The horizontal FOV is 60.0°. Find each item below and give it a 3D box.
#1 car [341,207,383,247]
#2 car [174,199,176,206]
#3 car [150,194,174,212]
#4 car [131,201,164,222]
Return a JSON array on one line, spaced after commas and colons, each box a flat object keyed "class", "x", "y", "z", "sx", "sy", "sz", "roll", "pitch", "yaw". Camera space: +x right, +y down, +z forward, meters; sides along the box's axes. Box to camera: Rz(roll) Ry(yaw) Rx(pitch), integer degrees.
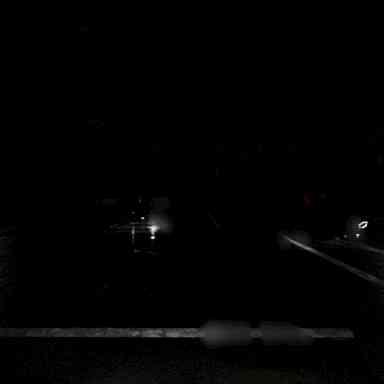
[{"class": "car", "x": 9.044, "y": 1.371, "z": 14.590, "sx": 4.553, "sy": 1.767, "sz": 2.097, "roll": 0, "pitch": 0, "yaw": 3}, {"class": "car", "x": -3.579, "y": 1.620, "z": 53.529, "sx": 1.895, "sy": 1.301, "sz": 4.718, "roll": 0, "pitch": 0, "yaw": 0}, {"class": "car", "x": -3.600, "y": 1.235, "z": 39.062, "sx": 2.150, "sy": 2.045, "sz": 5.566, "roll": 0, "pitch": 0, "yaw": 0}, {"class": "car", "x": -3.605, "y": 1.610, "z": 26.598, "sx": 1.895, "sy": 1.301, "sz": 4.718, "roll": 0, "pitch": 0, "yaw": 0}]
